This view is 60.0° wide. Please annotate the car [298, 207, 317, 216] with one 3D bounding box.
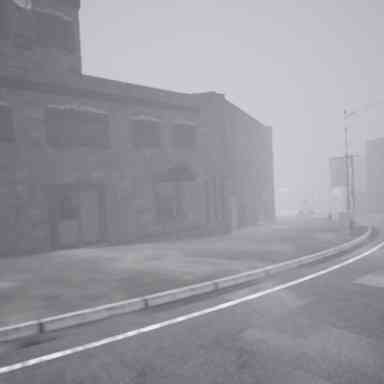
[{"bbox_3d":[21.395,3.514,61.804,2.097,1.767,4.553,-3,-3,-2],"label":"car"}]
